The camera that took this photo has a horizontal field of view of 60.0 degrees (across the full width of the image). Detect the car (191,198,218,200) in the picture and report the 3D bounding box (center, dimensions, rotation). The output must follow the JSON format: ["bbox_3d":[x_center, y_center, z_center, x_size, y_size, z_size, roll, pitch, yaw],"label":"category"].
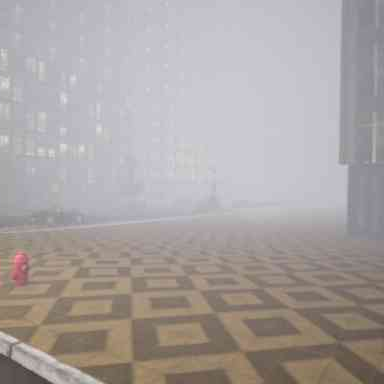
[{"bbox_3d":[2.156,2.014,50.130,1.812,1.442,4.674,1,0,35],"label":"car"}]

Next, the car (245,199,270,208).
[{"bbox_3d":[11.729,2.221,59.278,1.947,1.339,4.313,0,0,35],"label":"car"}]

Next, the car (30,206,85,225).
[{"bbox_3d":[-10.711,1.825,26.777,2.008,1.369,4.403,0,0,35],"label":"car"}]

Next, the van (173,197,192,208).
[{"bbox_3d":[-1.588,1.752,54.804,1.690,1.788,3.998,0,0,35],"label":"van"}]

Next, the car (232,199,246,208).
[{"bbox_3d":[8.957,2.080,59.974,1.882,1.535,5.008,1,0,35],"label":"car"}]

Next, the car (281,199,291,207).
[{"bbox_3d":[18.171,2.203,68.544,1.967,1.590,4.097,0,0,35],"label":"car"}]

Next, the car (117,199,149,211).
[{"bbox_3d":[-8.028,1.742,45.539,1.967,1.590,4.097,0,0,35],"label":"car"}]

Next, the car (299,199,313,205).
[{"bbox_3d":[27.833,2.490,82.442,1.947,1.339,4.313,0,0,35],"label":"car"}]

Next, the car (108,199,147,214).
[{"bbox_3d":[-7.852,1.858,41.231,2.033,1.411,5.357,1,0,35],"label":"car"}]

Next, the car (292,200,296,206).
[{"bbox_3d":[21.391,2.383,73.176,1.947,1.339,4.313,0,0,35],"label":"car"}]

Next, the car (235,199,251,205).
[{"bbox_3d":[11.291,2.209,73.329,1.802,1.307,4.206,0,0,35],"label":"car"}]

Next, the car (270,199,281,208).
[{"bbox_3d":[14.949,2.291,63.911,1.802,1.307,4.206,0,0,35],"label":"car"}]

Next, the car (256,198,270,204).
[{"bbox_3d":[17.731,2.300,82.592,1.947,1.339,4.313,0,0,35],"label":"car"}]

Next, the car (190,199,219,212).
[{"bbox_3d":[2.066,2.059,45.380,1.947,1.339,4.313,0,0,35],"label":"car"}]
